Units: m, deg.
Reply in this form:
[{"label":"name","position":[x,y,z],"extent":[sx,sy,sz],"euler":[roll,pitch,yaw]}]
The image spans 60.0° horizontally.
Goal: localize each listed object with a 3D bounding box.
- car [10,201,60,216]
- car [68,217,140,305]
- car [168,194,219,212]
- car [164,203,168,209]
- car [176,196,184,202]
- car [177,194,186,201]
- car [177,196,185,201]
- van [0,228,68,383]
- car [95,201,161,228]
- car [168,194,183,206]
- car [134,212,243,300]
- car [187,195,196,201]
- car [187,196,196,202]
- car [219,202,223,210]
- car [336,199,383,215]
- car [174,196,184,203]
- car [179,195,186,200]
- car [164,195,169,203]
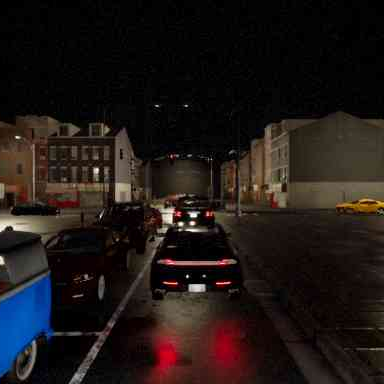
[{"label":"car","position":[-14.483,1.571,30.866],"extent":[4.181,1.385,1.994],"euler":[0,0,0]},{"label":"car","position":[-2.651,1.544,8.142],"extent":[1.887,1.381,4.507],"euler":[0,0,0]},{"label":"car","position":[0.082,1.223,18.530],"extent":[2.150,2.045,5.566],"euler":[0,0,0]},{"label":"car","position":[-2.661,1.546,19.009],"extent":[1.887,1.381,4.507],"euler":[0,0,0]},{"label":"car","position":[-2.719,1.590,77.811],"extent":[1.752,1.417,4.829],"euler":[0,0,0]},{"label":"car","position":[-2.732,1.401,88.835],"extent":[2.192,1.841,5.009],"euler":[0,0,0]},{"label":"car","position":[-2.725,1.641,83.407],"extent":[1.947,1.339,4.313],"euler":[0,0,0]},{"label":"van","position":[-2.646,1.341,2.708],"extent":[1.690,1.788,3.998],"euler":[0,0,0]},{"label":"car","position":[-2.657,1.315,13.576],"extent":[2.192,1.841,5.009],"euler":[0,0,0]},{"label":"car","position":[-2.700,1.345,56.273],"extent":[2.192,1.841,5.009],"euler":[0,0,0]},{"label":"car","position":[0.090,1.491,8.337],"extent":[2.128,1.511,4.902],"euler":[0,0,0]},{"label":"car","position":[-0.083,1.438,86.138],"extent":[2.128,1.511,4.902],"euler":[0,0,0]},{"label":"car","position":[-0.074,1.649,76.166],"extent":[1.895,1.301,4.718],"euler":[0,0,0]},{"label":"car","position":[1.131,1.501,36.934],"extent":[4.902,1.511,2.128],"euler":[0,1,44]},{"label":"car","position":[17.262,1.500,33.790],"extent":[5.008,1.535,1.882],"euler":[0,0,0]},{"label":"car","position":[-2.714,1.606,72.553],"extent":[2.008,1.369,4.403],"euler":[0,0,0]},{"label":"car","position":[-2.736,1.537,94.261],"extent":[1.967,1.590,4.097],"euler":[0,0,0]},{"label":"car","position":[-2.689,1.333,45.419],"extent":[2.192,1.841,5.009],"euler":[0,0,0]}]
